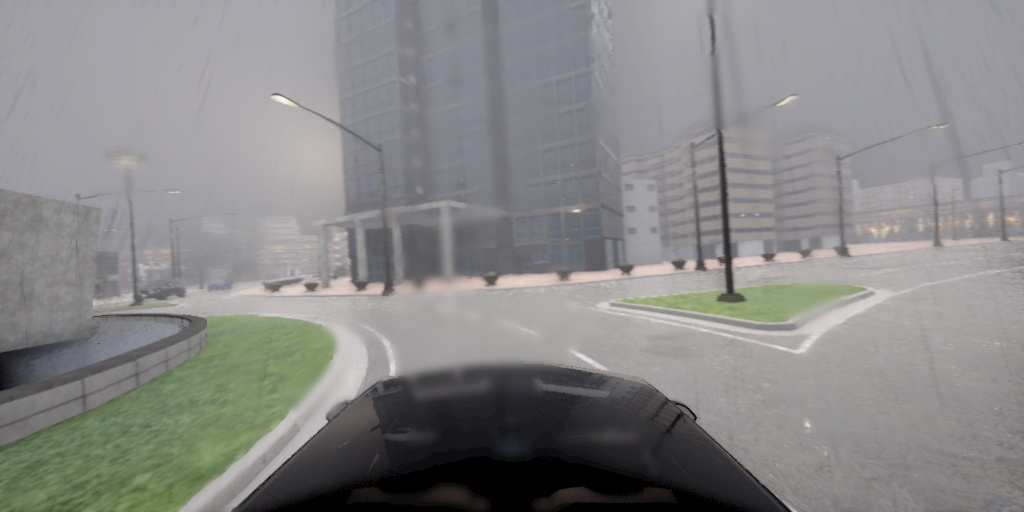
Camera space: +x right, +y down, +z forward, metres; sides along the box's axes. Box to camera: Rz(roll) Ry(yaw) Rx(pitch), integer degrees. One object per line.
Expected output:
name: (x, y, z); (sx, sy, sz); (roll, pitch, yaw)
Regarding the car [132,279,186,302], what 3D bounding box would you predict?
car: (-35.707, 3.472, 36.508); (2.150, 2.045, 5.566); (-3, -1, -19)
